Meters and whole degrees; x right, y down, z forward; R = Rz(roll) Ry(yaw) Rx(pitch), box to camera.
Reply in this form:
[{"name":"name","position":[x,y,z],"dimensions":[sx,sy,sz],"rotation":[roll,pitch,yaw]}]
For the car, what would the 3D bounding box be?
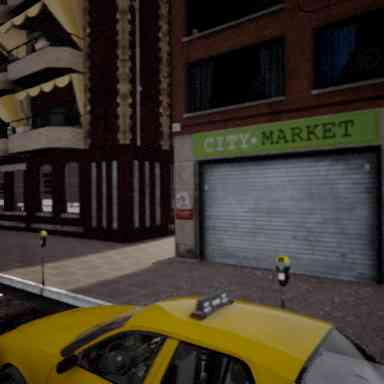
[{"name":"car","position":[-0.044,1.540,2.908],"dimensions":[4.829,1.417,1.752],"rotation":[-1,-1,36]}]
